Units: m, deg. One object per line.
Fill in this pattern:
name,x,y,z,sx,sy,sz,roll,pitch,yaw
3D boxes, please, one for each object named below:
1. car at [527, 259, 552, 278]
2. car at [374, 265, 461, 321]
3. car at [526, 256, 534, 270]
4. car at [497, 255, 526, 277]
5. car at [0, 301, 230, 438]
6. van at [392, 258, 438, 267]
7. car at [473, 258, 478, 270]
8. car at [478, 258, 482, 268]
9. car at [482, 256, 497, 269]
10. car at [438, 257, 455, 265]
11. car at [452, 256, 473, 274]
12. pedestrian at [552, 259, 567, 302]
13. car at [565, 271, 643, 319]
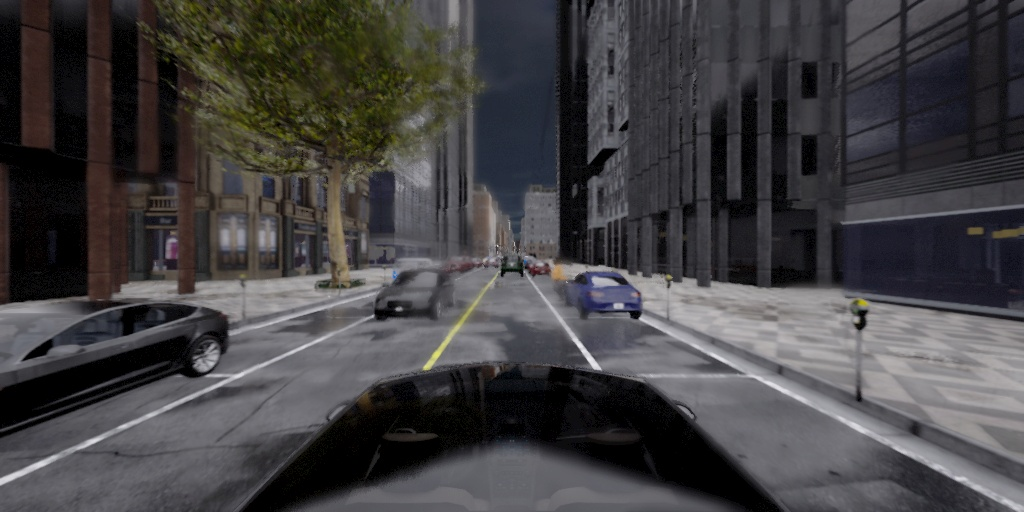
car,2.662,1.197,32.812,1.888,1.381,4.507,0,0,0
car,-3.102,1.210,12.303,1.837,1.490,4.892,0,0,0
car,2.661,1.078,38.451,1.967,1.591,4.097,0,0,0
car,0.044,0.871,34.602,2.150,2.045,5.566,0,0,1
car,-5.858,1.302,4.628,1.948,1.339,4.313,0,0,0
van,-5.861,1.020,21.544,1.690,1.789,3.998,0,0,0
car,-5.865,0.939,44.102,2.192,1.841,5.009,0,0,0
car,-5.867,1.043,55.381,1.967,1.591,4.097,0,0,0
car,-3.079,1.131,53.671,1.812,1.442,4.674,0,0,0
car,-5.862,1.105,27.184,1.967,1.591,4.097,0,0,0
car,-5.864,0.952,38.463,2.192,1.841,5.009,0,0,0
pedestrian,1.962,0.991,14.938,0.375,1.860,0.375,0,0,-15
car,2.998,1.232,12.380,1.812,1.442,4.674,0,0,0
